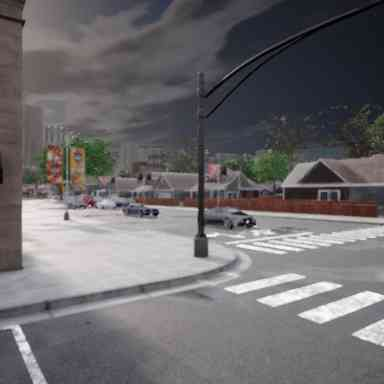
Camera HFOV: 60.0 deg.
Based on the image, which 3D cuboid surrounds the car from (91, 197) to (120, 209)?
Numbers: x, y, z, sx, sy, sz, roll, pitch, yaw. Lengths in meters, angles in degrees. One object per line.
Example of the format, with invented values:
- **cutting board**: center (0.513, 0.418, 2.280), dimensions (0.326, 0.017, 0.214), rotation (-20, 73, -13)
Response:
- **car**: center (-12.824, 1.798, 49.179), dimensions (1.812, 1.442, 4.674), rotation (0, 0, -35)

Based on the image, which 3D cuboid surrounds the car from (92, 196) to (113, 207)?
- **car**: center (-15.866, 1.677, 59.006), dimensions (2.097, 1.767, 4.553), rotation (0, 0, -35)

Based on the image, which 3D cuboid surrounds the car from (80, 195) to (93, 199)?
- **car**: center (-18.550, 1.549, 57.173), dimensions (2.150, 2.045, 5.566), rotation (0, 0, -35)

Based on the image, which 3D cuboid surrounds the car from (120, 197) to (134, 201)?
- **car**: center (-10.336, 1.623, 51.238), dimensions (2.097, 1.767, 4.553), rotation (0, 0, -35)

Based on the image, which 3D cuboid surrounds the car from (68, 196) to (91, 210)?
- **car**: center (-17.025, 1.797, 49.396), dimensions (1.837, 1.490, 4.892), rotation (0, -1, -35)

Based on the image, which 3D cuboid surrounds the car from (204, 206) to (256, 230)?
- **car**: center (2.270, 1.652, 22.100), dimensions (1.994, 1.385, 4.181), rotation (0, 0, -36)

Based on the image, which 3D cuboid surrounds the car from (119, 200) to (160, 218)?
- **car**: center (-4.994, 1.767, 32.321), dimensions (1.895, 1.301, 4.718), rotation (0, 0, -35)
